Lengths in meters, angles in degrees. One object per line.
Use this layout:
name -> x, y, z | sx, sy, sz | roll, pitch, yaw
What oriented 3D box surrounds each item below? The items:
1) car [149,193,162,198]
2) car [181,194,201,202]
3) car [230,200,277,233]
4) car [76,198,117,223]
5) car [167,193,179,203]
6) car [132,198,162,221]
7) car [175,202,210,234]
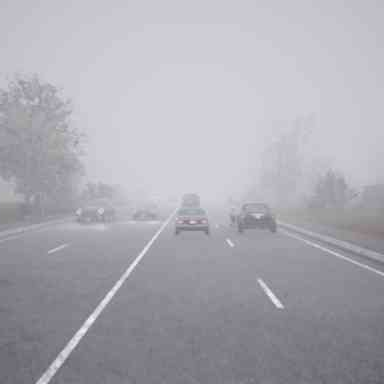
car -> -7.362, 1.225, 67.101 | 2.150, 2.045, 5.566 | 0, 0, 0
car -> -0.115, 1.216, 40.921 | 2.150, 2.045, 5.566 | 0, 0, 0
car -> 3.503, 1.347, 19.826 | 2.097, 1.767, 4.553 | 0, 0, 0
car -> -7.226, 1.352, 25.457 | 2.097, 1.767, 4.553 | 0, 0, 0
car -> -3.869, 1.217, 68.920 | 2.150, 2.045, 5.566 | 0, 0, 0
car -> -3.739, 1.524, 27.746 | 1.812, 1.442, 4.674 | 0, 0, 0
car -> 0.008, 1.545, 18.978 | 2.033, 1.411, 5.357 | 0, 0, 0
